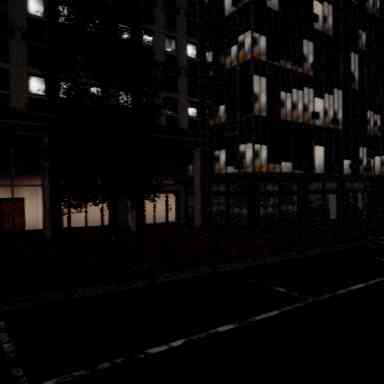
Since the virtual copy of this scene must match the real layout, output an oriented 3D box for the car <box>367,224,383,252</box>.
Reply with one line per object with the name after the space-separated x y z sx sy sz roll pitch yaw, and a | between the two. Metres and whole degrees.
8.399 1.553 12.703 4.403 1.369 2.008 0 -1 -36 | car
